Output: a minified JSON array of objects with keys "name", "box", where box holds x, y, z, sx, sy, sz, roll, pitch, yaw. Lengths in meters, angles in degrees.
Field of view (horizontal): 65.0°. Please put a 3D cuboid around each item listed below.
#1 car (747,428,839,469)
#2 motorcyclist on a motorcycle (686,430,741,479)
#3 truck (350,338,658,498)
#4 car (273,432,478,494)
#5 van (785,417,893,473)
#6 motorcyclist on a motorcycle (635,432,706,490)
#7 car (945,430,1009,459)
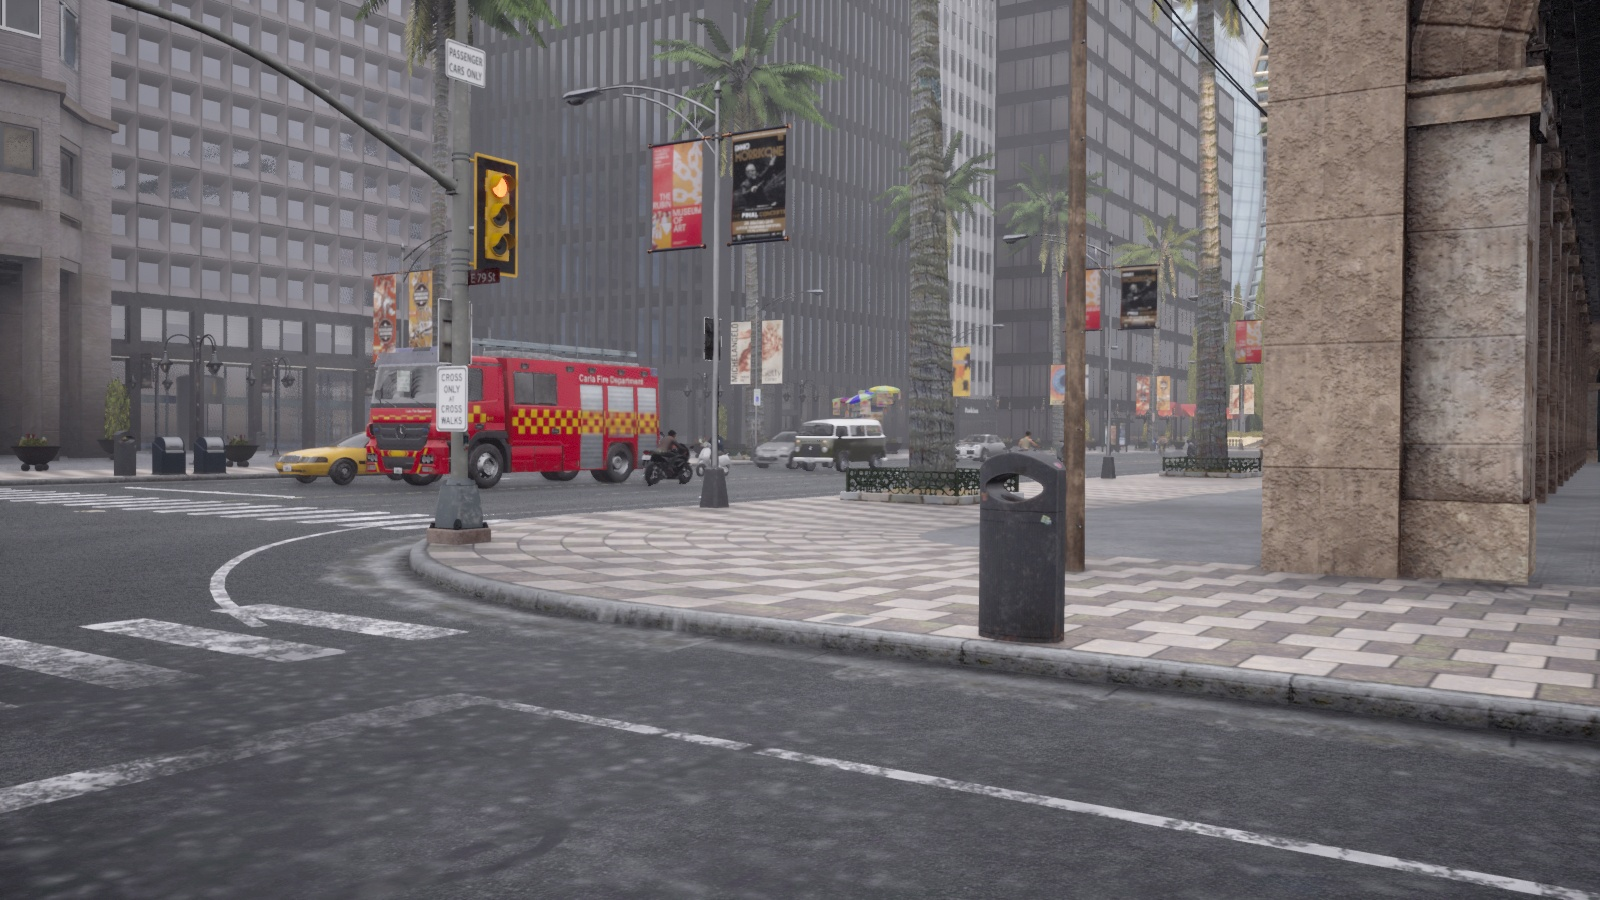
[{"name":"car","box":[-0.251,-0.077,51.920,1.851,1.617,3.988,0,1,34]},{"name":"motorcyclist on a motorcycle","box":[-2.859,0.142,41.630,0.866,1.590,1.817,0,1,33]},{"name":"truck","box":[-7.730,-0.831,34.274,2.891,3.827,8.468,0,1,33]},{"name":"car","box":[-11.593,0.301,34.719,1.801,1.575,5.366,0,1,34]},{"name":"van","box":[1.566,-0.223,48.328,2.069,2.038,4.480,0,1,34]},{"name":"motorcyclist on a motorcycle","box":[-3.516,0.277,34.282,0.797,1.523,2.044,0,1,33]},{"name":"car","box":[9.442,-0.300,66.774,1.970,1.475,3.806,0,1,33]}]
